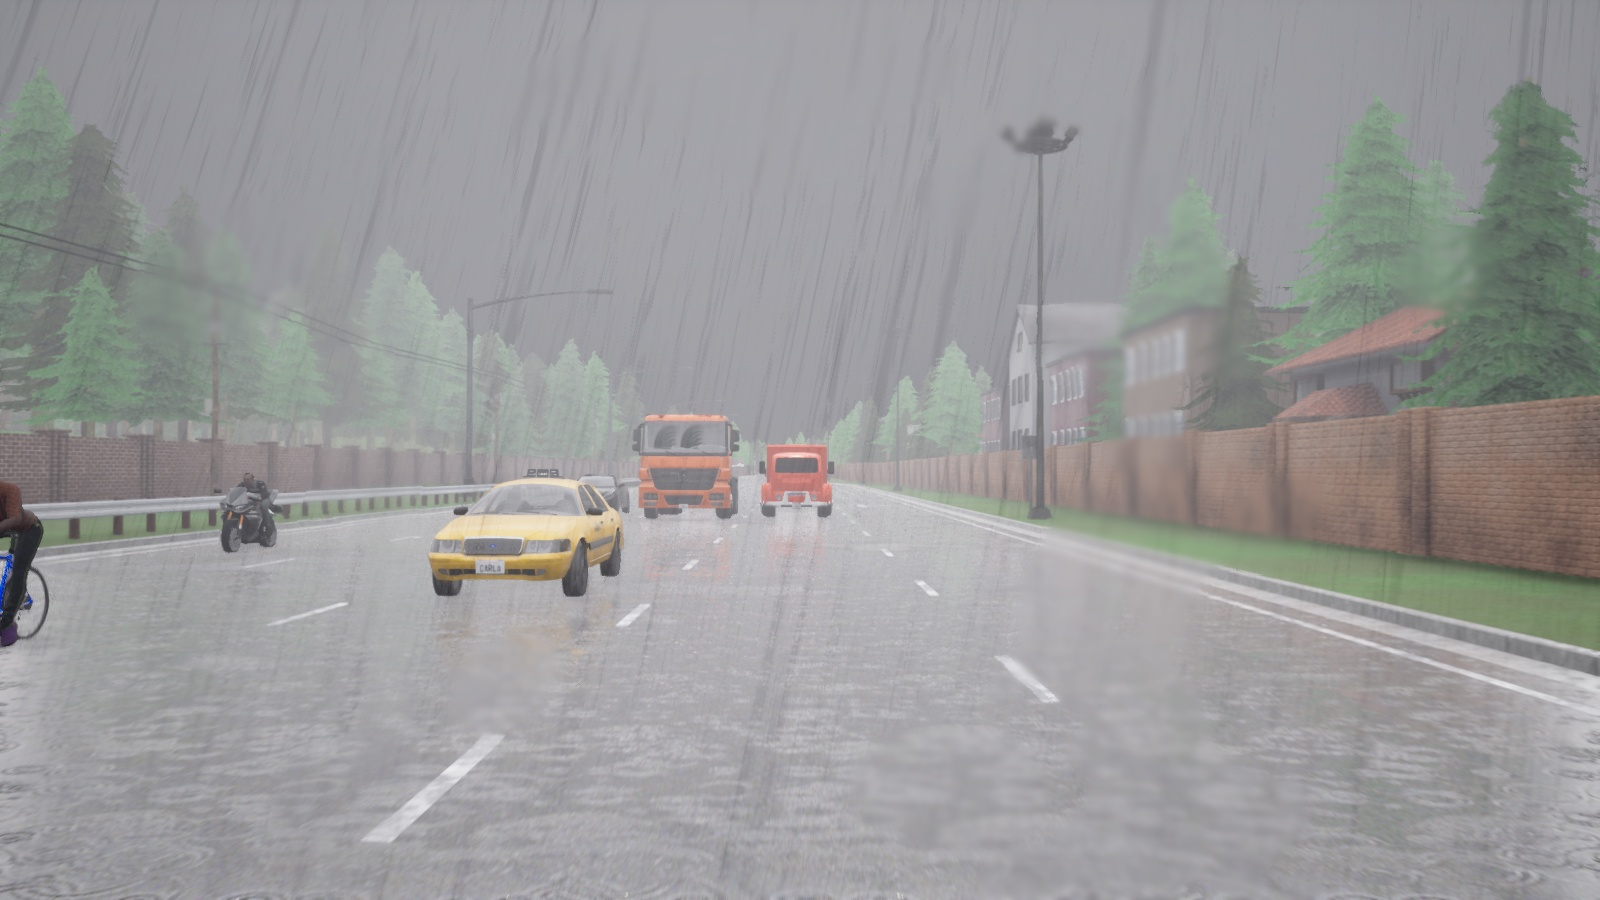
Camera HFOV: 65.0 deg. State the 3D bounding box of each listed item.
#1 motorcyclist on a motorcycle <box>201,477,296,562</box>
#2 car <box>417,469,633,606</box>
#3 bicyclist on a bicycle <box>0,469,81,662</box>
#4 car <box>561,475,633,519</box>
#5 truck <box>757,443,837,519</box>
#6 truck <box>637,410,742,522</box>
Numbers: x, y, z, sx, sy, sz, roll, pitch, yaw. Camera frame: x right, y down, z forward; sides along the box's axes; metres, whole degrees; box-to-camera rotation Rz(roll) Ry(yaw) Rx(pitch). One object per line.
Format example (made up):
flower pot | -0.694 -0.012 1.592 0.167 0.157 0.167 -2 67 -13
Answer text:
motorcyclist on a motorcycle | -10.560 1.296 24.128 0.866 1.530 2.191 0 -1 0
car | -3.543 1.056 17.227 1.801 1.575 5.366 0 -1 0
bicyclist on a bicycle | -7.027 0.979 10.943 0.582 1.620 1.656 0 -1 0
car | -7.110 1.612 44.366 1.812 1.442 4.674 0 -1 0
truck | -0.111 1.062 43.826 2.627 2.467 5.204 0 -1 0
truck | -3.610 0.566 42.916 2.891 3.462 7.936 0 -1 0
